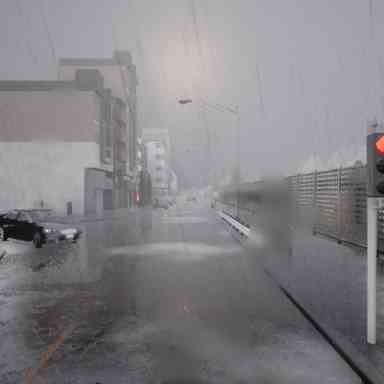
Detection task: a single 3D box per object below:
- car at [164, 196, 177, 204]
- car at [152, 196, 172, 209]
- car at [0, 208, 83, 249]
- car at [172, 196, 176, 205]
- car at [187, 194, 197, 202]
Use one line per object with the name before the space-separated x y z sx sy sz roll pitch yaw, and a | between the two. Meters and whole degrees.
car | -4.077 1.491 64.827 2.128 1.511 4.902 0 0 0
car | -4.116 1.504 44.346 1.837 1.490 4.892 0 0 0
car | -6.785 1.492 14.613 4.902 1.511 2.128 0 -1 36
car | -4.113 1.477 54.579 1.882 1.535 5.008 0 0 0
car | -0.038 1.355 76.616 2.097 1.767 4.553 0 0 0
